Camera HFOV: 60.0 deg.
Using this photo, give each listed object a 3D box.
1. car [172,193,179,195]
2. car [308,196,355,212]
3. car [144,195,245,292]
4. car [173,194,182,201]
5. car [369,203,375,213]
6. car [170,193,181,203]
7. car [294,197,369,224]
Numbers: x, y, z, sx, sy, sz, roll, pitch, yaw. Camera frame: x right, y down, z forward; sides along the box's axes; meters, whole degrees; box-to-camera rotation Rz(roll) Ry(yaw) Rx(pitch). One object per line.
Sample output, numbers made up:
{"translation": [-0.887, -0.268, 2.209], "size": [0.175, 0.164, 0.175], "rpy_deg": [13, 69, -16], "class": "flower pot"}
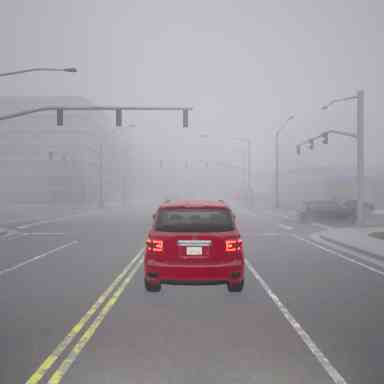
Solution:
{"translation": [-3.677, 1.352, 54.854], "size": [2.097, 1.767, 4.553], "rpy_deg": [0, 0, 0], "class": "car"}
{"translation": [16.090, 1.352, 38.609], "size": [4.553, 1.767, 2.097], "rpy_deg": [0, 0, 0], "class": "car"}
{"translation": [0.056, 1.221, 9.064], "size": [2.150, 2.045, 5.566], "rpy_deg": [0, 0, 0], "class": "car"}
{"translation": [-3.648, 1.355, 83.692], "size": [2.097, 1.767, 4.553], "rpy_deg": [0, 0, 0], "class": "car"}
{"translation": [16.550, 1.478, 35.102], "size": [5.008, 1.535, 1.882], "rpy_deg": [0, 0, 0], "class": "car"}
{"translation": [-3.630, 1.225, 73.725], "size": [2.150, 2.045, 5.566], "rpy_deg": [0, 0, 0], "class": "car"}
{"translation": [10.034, 1.352, 24.503], "size": [4.553, 1.767, 2.097], "rpy_deg": [0, 0, 1], "class": "car"}
